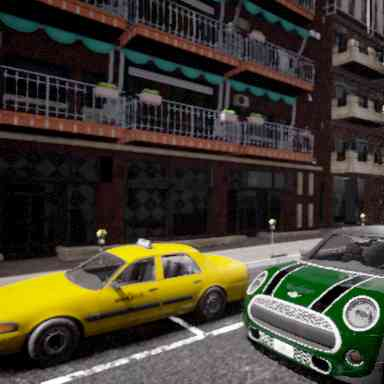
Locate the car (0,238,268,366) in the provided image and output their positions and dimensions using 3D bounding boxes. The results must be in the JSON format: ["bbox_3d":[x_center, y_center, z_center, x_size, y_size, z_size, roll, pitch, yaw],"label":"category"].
[{"bbox_3d":[-1.058,1.542,5.789,4.829,1.417,1.752,0,1,-35],"label":"car"}]

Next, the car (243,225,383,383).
[{"bbox_3d":[2.988,1.391,5.507,4.553,1.767,2.097,1,0,-35],"label":"car"}]
